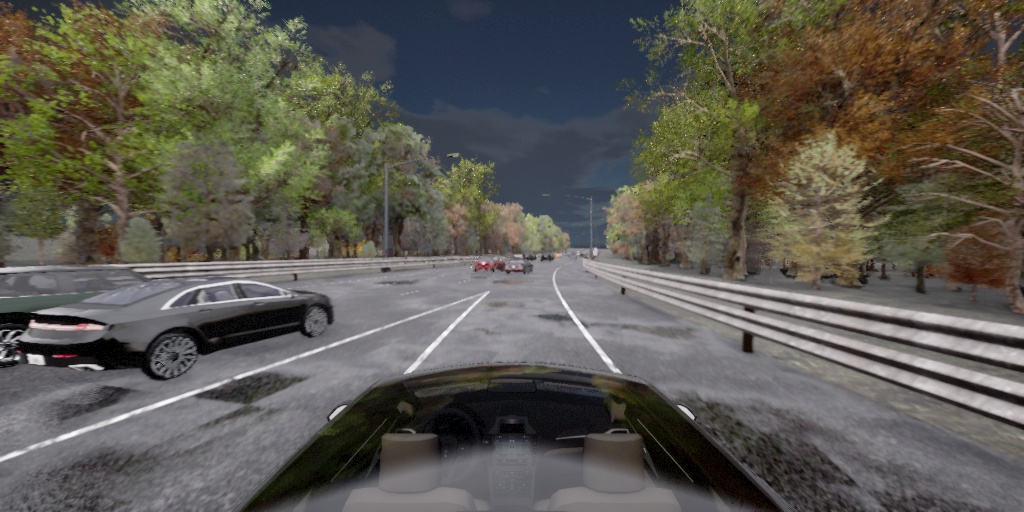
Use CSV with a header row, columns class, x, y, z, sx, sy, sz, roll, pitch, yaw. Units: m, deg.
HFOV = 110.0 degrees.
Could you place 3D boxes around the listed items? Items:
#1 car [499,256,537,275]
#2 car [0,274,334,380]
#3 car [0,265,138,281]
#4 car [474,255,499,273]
class,x,y,z,sx,sy,sz,roll,pitch,yaw
car,0.734,0.967,33.432,2.033,1.411,5.357,1,1,14
car,-5.798,1.156,7.163,2.128,1.511,4.902,0,1,14
car,-9.211,0.982,7.929,2.097,1.767,4.553,1,1,14
car,-2.195,0.714,36.141,2.097,1.767,4.553,1,1,14
